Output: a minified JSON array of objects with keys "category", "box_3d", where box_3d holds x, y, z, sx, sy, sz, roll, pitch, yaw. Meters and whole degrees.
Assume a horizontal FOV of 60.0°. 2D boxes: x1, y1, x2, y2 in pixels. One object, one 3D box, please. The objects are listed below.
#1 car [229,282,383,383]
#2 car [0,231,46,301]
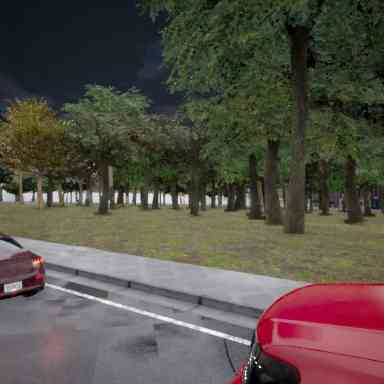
[{"category":"car","box_3d":[2.906,1.222,1.613,5.566,2.045,2.150,0,0,35]},{"category":"car","box_3d":[-5.051,1.524,7.273,4.674,1.442,1.812,0,0,36]}]
